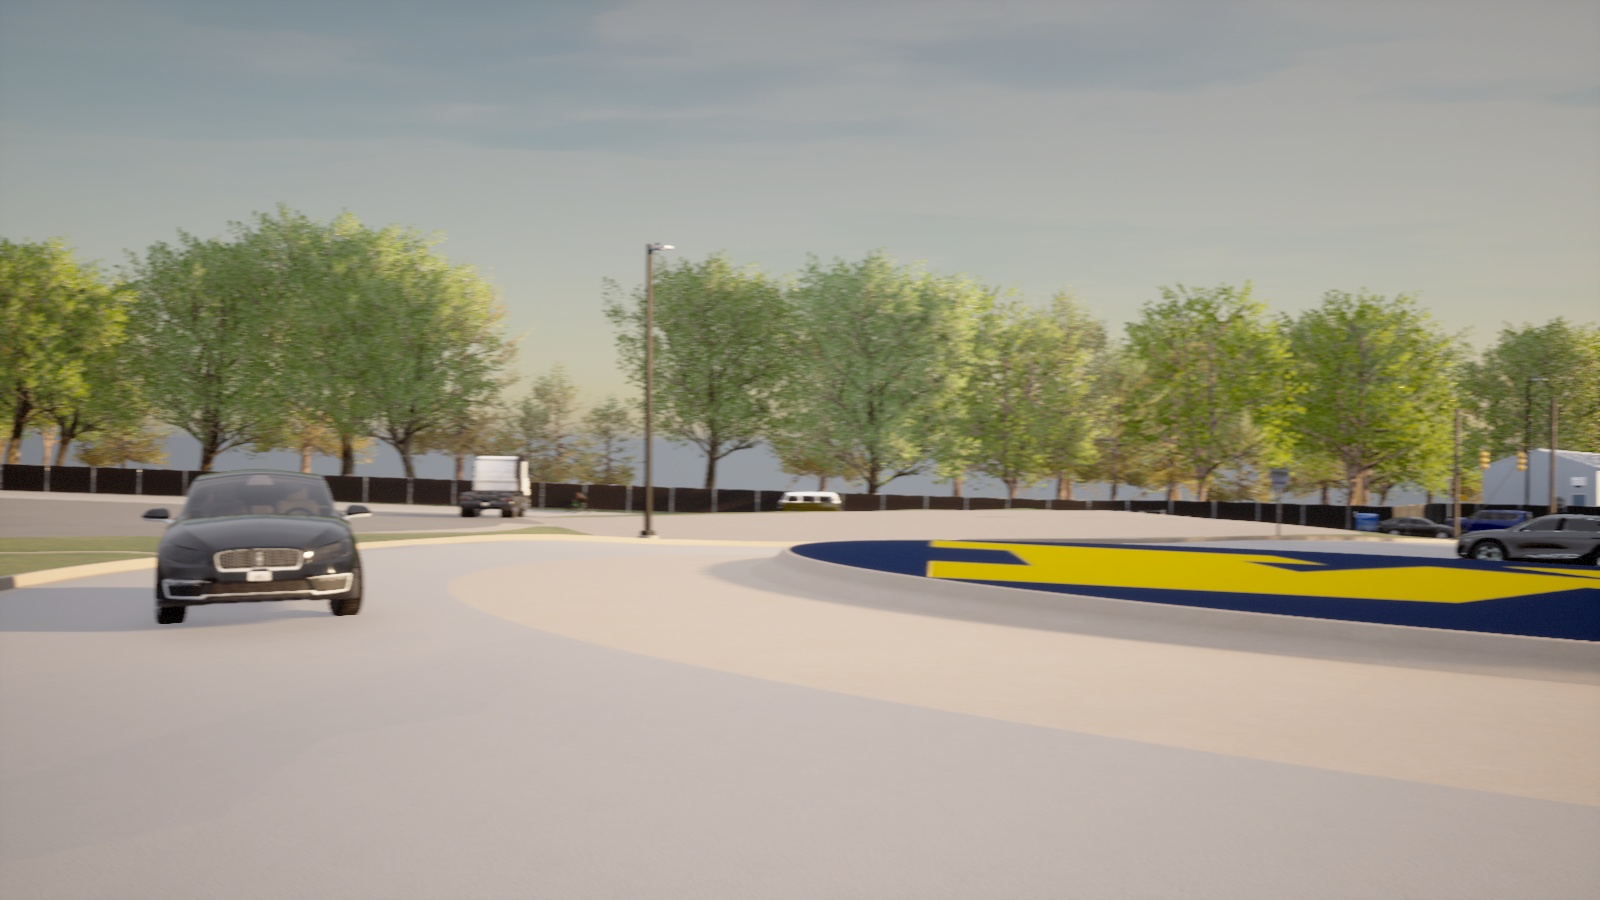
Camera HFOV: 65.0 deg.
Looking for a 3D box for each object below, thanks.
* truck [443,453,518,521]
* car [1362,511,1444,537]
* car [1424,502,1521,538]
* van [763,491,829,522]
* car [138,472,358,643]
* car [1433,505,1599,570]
[{"bbox_3d":[-17.130,2.057,67.784,2.891,3.462,7.936,1,-3,-7],"label":"truck"},{"bbox_3d":[40.775,5.007,85.089,4.892,1.490,1.837,1,1,22],"label":"car"},{"bbox_3d":[46.090,4.772,86.100,5.566,2.045,2.150,1,1,37],"label":"car"},{"bbox_3d":[-0.310,4.082,90.972,4.480,2.038,2.069,1,0,-8],"label":"van"},{"bbox_3d":[-6.036,1.031,13.780,1.837,1.490,4.892,0,-2,-24],"label":"car"},{"bbox_3d":[20.766,2.472,35.578,4.856,1.649,2.033,0,-4,34],"label":"car"}]
